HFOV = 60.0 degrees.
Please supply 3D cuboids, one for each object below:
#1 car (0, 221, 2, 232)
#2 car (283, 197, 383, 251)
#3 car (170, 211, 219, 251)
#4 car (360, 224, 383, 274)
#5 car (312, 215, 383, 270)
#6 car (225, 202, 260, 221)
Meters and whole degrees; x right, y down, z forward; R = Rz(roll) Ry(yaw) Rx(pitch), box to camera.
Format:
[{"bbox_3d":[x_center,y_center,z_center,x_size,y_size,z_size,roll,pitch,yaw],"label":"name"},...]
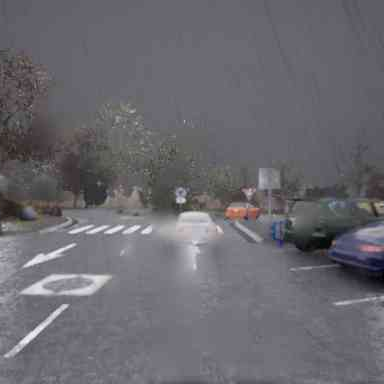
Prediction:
[{"bbox_3d":[-10.974,1.221,13.600,5.566,2.045,2.435,-1,0,-20],"label":"car"},{"bbox_3d":[6.025,1.223,12.196,5.566,2.045,2.435,1,0,-20],"label":"car"},{"bbox_3d":[0.096,1.512,13.839,1.812,1.442,4.674,0,0,0],"label":"car"},{"bbox_3d":[6.005,1.482,6.262,4.892,1.521,2.231,1,0,-20],"label":"car"},{"bbox_3d":[5.999,1.517,9.220,4.674,1.452,2.002,1,0,-20],"label":"car"},{"bbox_3d":[4.843,1.686,31.212,2.097,1.767,4.553,0,0,28],"label":"car"}]
